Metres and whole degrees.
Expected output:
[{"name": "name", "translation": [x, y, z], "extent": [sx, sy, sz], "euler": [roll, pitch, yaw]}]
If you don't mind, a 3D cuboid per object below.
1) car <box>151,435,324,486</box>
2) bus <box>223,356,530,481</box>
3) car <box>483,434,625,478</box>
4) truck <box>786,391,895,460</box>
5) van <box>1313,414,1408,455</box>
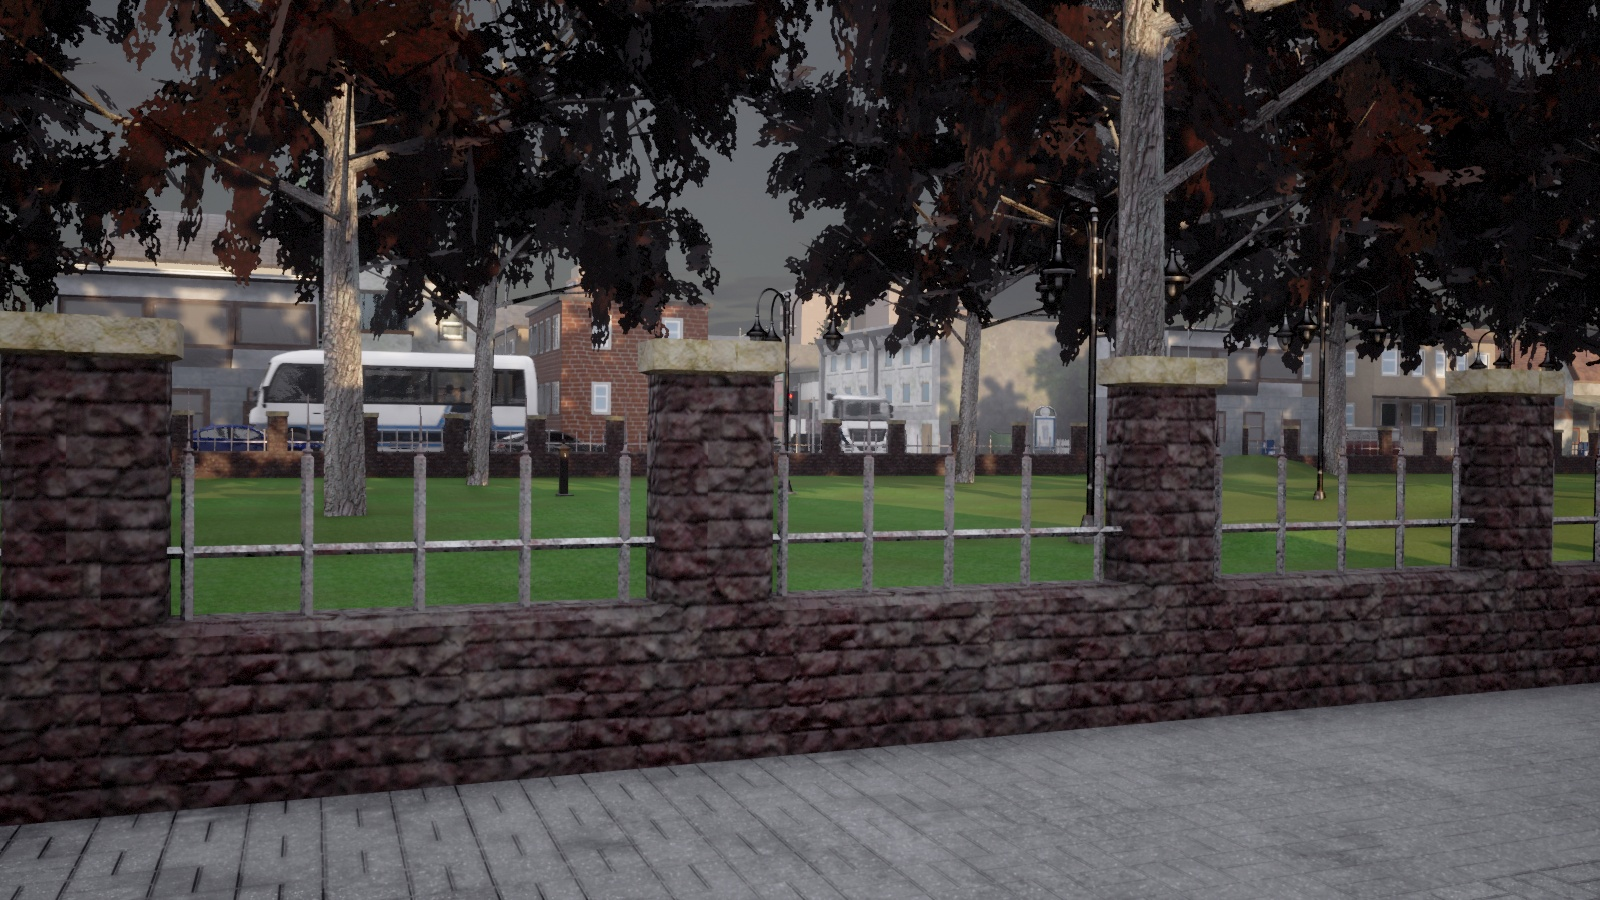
[{"name": "car", "translation": [-18.238, 0.307, 40.900], "extent": [5.008, 1.535, 1.882], "euler": [-1, 1, -24]}, {"name": "bus", "translation": [-15.489, -1.166, 46.373], "extent": [10.273, 4.253, 3.944], "euler": [-1, 1, -20]}, {"name": "car", "translation": [-8.734, 0.192, 44.624], "extent": [4.674, 1.442, 1.812], "euler": [-1, 1, -24]}, {"name": "truck", "translation": [2.025, -1.298, 67.109], "extent": [2.891, 3.462, 7.936], "euler": [-1, 1, -21]}, {"name": "van", "translation": [28.271, -0.785, 63.343], "extent": [4.442, 1.987, 1.775], "euler": [-1, 1, -21]}]
